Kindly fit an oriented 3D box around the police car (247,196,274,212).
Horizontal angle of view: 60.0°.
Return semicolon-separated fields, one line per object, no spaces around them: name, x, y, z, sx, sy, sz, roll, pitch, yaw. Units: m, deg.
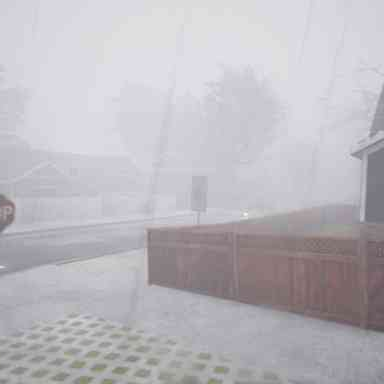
police car;7.887;1.310;38.255;1.930;1.638;5.238;3;2;30
